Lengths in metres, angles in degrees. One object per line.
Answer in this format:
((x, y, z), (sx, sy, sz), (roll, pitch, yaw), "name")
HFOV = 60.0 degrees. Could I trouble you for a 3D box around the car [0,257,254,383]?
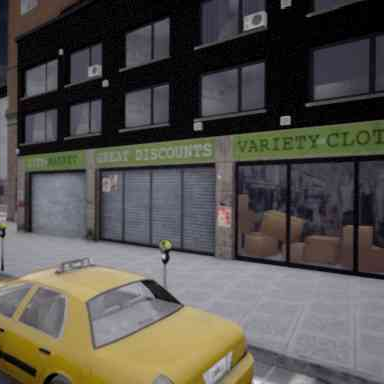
((-1.651, 1.528, 4.264), (4.829, 1.417, 1.752), (0, 1, 35), "car")
